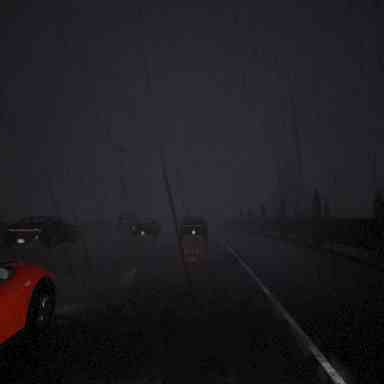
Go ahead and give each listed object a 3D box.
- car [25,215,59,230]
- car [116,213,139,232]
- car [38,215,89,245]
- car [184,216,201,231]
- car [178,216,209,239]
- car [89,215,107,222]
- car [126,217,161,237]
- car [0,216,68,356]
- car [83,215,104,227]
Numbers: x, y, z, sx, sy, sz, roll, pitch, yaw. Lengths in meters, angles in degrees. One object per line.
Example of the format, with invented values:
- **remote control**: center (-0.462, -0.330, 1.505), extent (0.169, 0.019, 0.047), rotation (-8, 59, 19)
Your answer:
- **car**: center (-21.005, 4.281, 46.866), extent (2.150, 2.045, 5.566), rotation (0, -5, 0)
- **car**: center (-6.901, 3.402, 36.978), extent (2.150, 2.045, 5.566), rotation (0, -5, 0)
- **car**: center (-6.900, 1.904, 15.856), extent (2.128, 1.511, 4.902), rotation (0, -3, 0)
- **car**: center (0.099, 4.073, 43.084), extent (2.097, 1.767, 4.553), rotation (0, -5, 0)
- **car**: center (0.100, 2.463, 23.199), extent (1.837, 1.490, 4.892), rotation (0, -5, 0)
- **car**: center (-14.008, 4.687, 50.012), extent (2.097, 1.767, 4.553), rotation (0, -5, 0)
- **car**: center (-3.400, 2.740, 25.270), extent (1.895, 1.301, 4.718), rotation (0, -5, 0)
- **car**: center (-3.400, 1.355, 3.917), extent (2.097, 1.767, 4.553), rotation (0, -1, 0)
- **car**: center (-17.501, 5.213, 59.535), extent (2.150, 2.045, 5.566), rotation (0, -5, 0)
